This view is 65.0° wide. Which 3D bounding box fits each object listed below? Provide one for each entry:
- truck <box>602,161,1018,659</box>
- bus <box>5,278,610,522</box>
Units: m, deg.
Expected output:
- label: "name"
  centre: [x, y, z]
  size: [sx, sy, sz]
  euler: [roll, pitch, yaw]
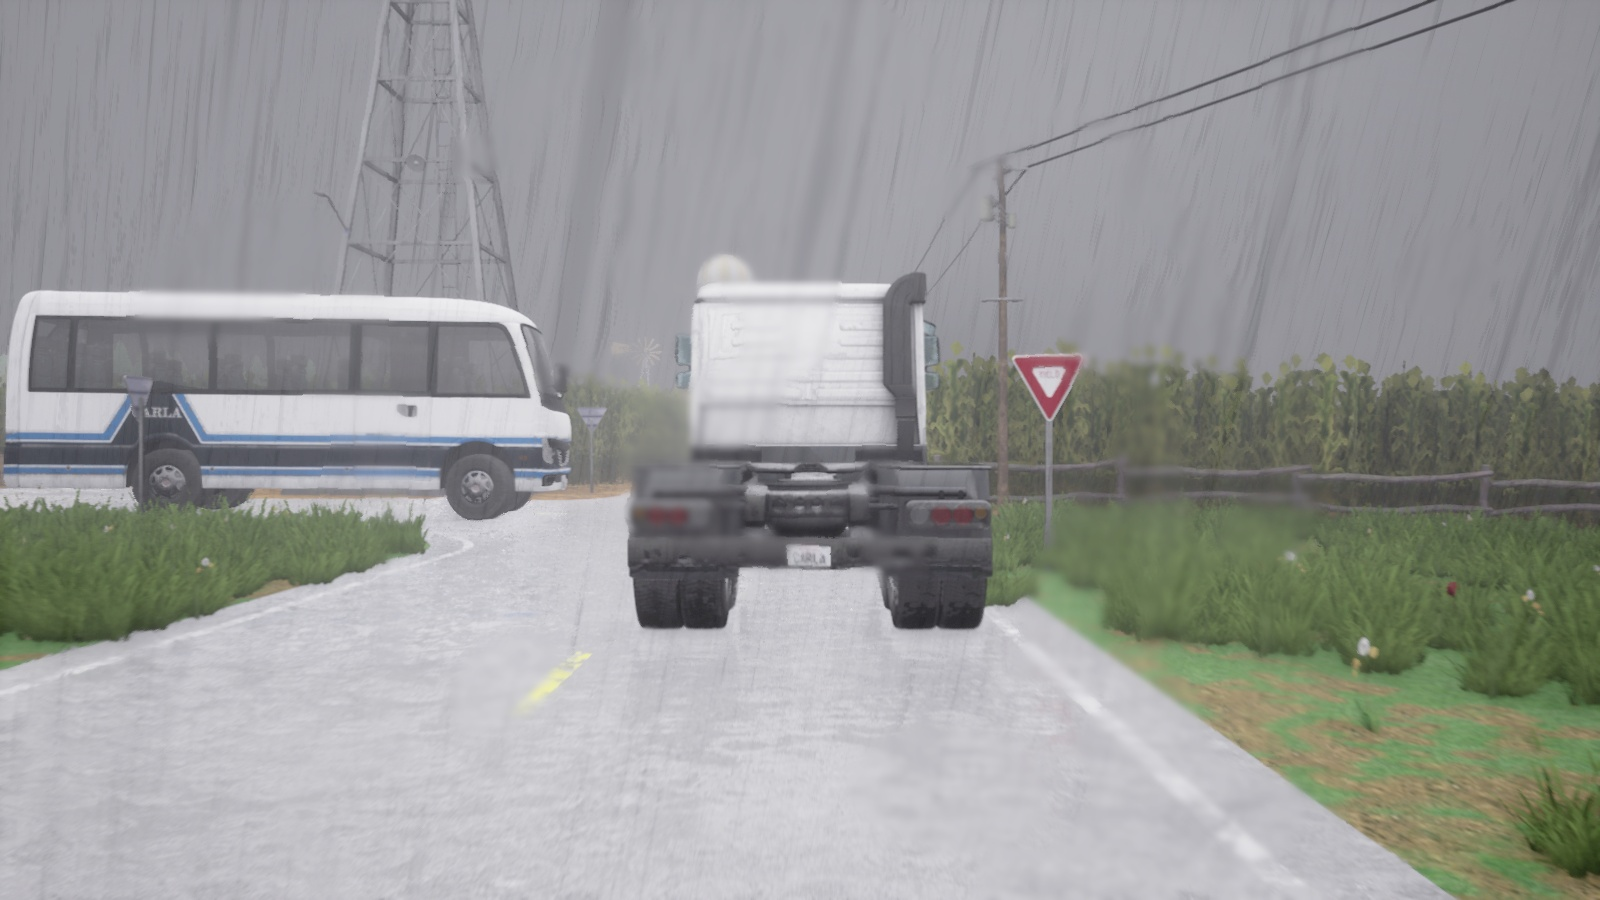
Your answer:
- label: "truck"
  centre: [0.090, -0.306, 12.715]
  size: [2.891, 3.462, 7.936]
  euler: [0, 0, 0]
- label: "bus"
  centre: [-9.073, -0.869, 24.564]
  size: [10.273, 4.253, 3.944]
  euler: [1, 0, -4]
